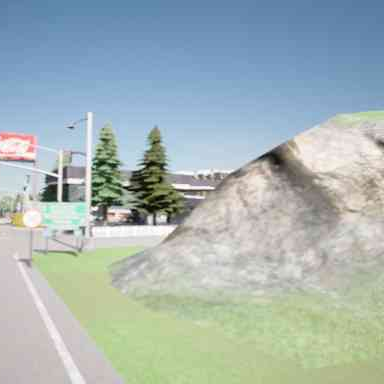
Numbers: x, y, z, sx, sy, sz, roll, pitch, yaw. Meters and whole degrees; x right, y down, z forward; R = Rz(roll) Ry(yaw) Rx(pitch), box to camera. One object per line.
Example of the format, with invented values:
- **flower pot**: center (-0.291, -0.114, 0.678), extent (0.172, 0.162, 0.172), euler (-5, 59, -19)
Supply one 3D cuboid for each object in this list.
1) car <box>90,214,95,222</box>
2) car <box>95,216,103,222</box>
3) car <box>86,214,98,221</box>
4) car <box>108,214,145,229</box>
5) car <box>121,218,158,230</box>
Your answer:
- **car**: center (-24.407, 5.894, 76.627), extent (1.905, 1.878, 3.866), euler (2, -4, -31)
- **car**: center (-21.242, 6.260, 77.791), extent (1.970, 1.475, 3.806), euler (2, -4, -31)
- **car**: center (-25.632, 6.441, 85.048), extent (1.932, 1.855, 4.605), euler (2, -4, -31)
- **car**: center (-8.210, 3.877, 40.150), extent (3.866, 1.878, 1.905), euler (2, -4, -31)
- **car**: center (-7.400, 4.490, 47.212), extent (4.611, 1.667, 2.242), euler (2, -4, -31)
